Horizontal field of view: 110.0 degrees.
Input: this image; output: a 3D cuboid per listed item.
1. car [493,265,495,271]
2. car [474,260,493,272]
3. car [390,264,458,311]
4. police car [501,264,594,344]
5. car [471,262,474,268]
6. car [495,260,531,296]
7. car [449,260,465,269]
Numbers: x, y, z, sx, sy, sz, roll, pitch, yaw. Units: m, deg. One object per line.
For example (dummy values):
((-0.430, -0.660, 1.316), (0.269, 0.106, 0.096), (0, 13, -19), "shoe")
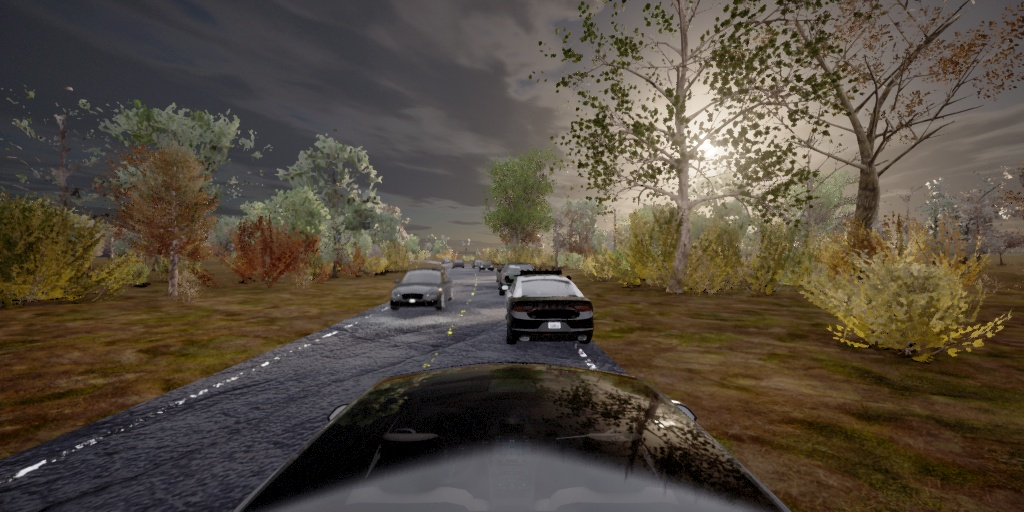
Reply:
((-0.155, 1.254, 25.697), (1.837, 1.490, 4.892), (0, 0, -5), "car")
((-3.495, 1.347, 46.602), (1.895, 1.301, 4.718), (0, 0, -9), "car")
((-3.480, 1.254, 14.503), (1.837, 1.490, 4.892), (0, 0, -3), "car")
((0.765, 1.175, 9.708), (1.930, 1.638, 5.238), (0, 0, -2), "police car")
((-5.592, 1.292, 58.841), (2.033, 1.411, 5.357), (0, 0, -11), "car")
((0.292, 1.100, 19.637), (2.097, 1.767, 4.553), (0, 0, -4), "car")
((-8.454, 1.293, 56.646), (2.033, 1.411, 5.357), (0, 0, -11), "car")
